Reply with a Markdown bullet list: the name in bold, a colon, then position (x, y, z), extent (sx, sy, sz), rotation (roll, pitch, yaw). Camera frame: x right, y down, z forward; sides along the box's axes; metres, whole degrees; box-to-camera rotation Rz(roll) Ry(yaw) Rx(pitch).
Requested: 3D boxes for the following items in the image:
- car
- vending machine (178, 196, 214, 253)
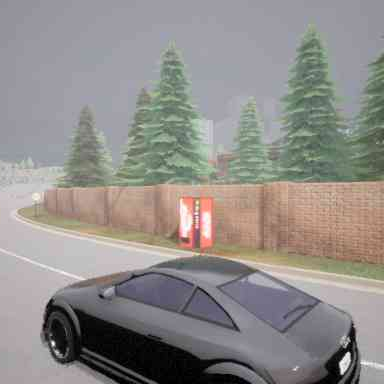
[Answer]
- **car**: position (-0.147, 1.563, 4.352), extent (4.181, 1.385, 1.994), rotation (0, 0, 38)
- **vending machine**: position (0.155, 1.195, 13.036), extent (0.880, 2.100, 1.100), rotation (0, 0, 42)
